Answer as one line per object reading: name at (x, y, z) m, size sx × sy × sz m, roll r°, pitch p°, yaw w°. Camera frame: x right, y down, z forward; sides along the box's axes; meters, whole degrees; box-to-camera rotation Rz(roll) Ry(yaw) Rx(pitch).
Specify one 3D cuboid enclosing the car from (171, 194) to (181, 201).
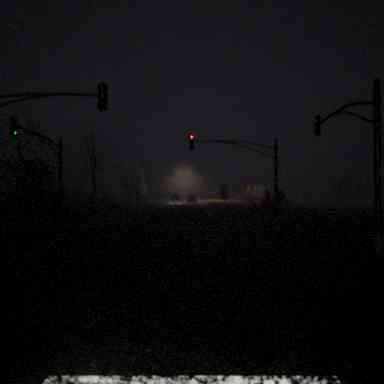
car at (-3.481, 1.106, 72.556) m, size 1.837 × 1.490 × 4.892 m, roll 0°, pitch 0°, yaw 0°

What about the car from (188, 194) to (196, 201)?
car at (0.021, 1.329, 78.385) m, size 1.837 × 1.490 × 4.892 m, roll 0°, pitch 0°, yaw 0°

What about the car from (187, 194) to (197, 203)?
car at (0.018, 1.340, 68.350) m, size 2.097 × 1.767 × 4.553 m, roll 0°, pitch 0°, yaw 0°
